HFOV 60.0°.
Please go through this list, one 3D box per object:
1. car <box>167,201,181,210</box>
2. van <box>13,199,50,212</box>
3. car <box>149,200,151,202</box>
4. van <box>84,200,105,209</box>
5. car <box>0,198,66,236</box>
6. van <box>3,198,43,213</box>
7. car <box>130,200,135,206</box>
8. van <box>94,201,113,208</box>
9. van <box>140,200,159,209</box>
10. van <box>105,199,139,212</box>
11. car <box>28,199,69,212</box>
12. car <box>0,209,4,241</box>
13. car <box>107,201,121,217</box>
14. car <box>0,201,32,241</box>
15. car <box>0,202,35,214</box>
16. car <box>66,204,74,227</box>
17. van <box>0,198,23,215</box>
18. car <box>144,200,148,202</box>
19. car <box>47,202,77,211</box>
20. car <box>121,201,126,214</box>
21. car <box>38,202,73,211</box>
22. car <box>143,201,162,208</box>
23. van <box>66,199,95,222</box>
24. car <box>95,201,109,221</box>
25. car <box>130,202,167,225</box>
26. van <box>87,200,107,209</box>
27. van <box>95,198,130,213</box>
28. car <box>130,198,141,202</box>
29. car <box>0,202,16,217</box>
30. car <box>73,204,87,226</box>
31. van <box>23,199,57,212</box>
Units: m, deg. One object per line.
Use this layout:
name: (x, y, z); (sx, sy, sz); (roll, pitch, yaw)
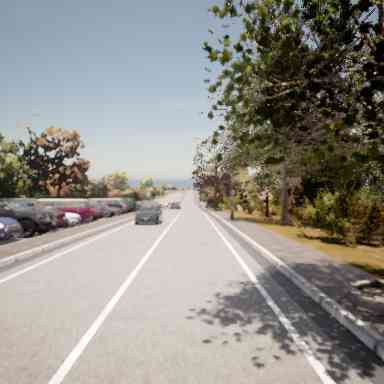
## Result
car: (-3.290, 2.656, 67.011); (2.097, 1.767, 4.553); (0, -2, 0)
van: (-23.513, 1.980, 48.838); (4.442, 1.987, 1.878); (0, -2, 0)
car: (-10.280, 2.443, 59.783); (4.553, 1.767, 2.185); (0, -2, 0)
van: (-23.266, 2.989, 79.294); (4.442, 1.987, 1.878); (0, -2, 0)
car: (-10.302, 1.370, 18.172); (5.566, 2.045, 2.435); (0, -1, 0)
van: (-23.281, 1.884, 45.937); (4.442, 1.987, 1.878); (0, -1, 0)
car: (-10.348, 2.077, 43.156); (4.792, 1.488, 2.163); (0, -1, 0)
van: (-23.271, 3.267, 87.615); (4.442, 1.987, 1.878); (0, -2, 0)
van: (-10.418, 3.078, 81.984); (4.442, 1.987, 1.878); (0, -2, 0)
van: (-10.200, 1.975, 48.688); (4.442, 1.987, 1.878); (0, -2, 0)
car: (-23.366, 2.134, 54.252); (5.566, 2.045, 2.435); (0, -2, 0)
car: (-10.339, 1.537, 12.620); (5.008, 1.535, 2.097); (0, -1, 0)
car: (-10.293, 1.935, 34.821); (4.792, 1.488, 2.163); (0, -1, 0)
car: (-10.363, 1.451, 15.399); (4.553, 1.767, 2.185); (0, -1, 0)
car: (-23.404, 2.050, 43.312); (5.008, 1.535, 2.097); (0, -1, 0)
car: (-10.359, 1.698, 20.944); (4.792, 1.488, 2.163); (0, -1, 0)
van: (-23.283, 1.777, 40.546); (4.442, 1.987, 1.878); (0, -1, 0)
car: (-10.309, 2.384, 54.230); (5.008, 1.535, 2.097); (0, -2, 0)
car: (-23.389, 2.613, 59.905); (4.674, 1.452, 2.002); (0, -2, 0)
car: (-10.324, 1.992, 37.598); (4.674, 1.452, 2.002); (0, -1, 0)
car: (-23.387, 2.481, 57.136); (5.008, 1.535, 2.097); (0, -2, 0)
car: (-10.330, 3.364, 87.528); (4.553, 1.767, 2.185); (0, -2, 0)
van: (-10.443, 1.537, 26.499); (4.442, 1.987, 1.878); (0, -1, 0)
car: (-10.331, 1.810, 29.271); (5.008, 1.535, 2.097); (0, -1, 0)
car: (-3.349, 1.781, 26.475); (1.837, 1.490, 4.892); (0, -1, 0)
van: (-23.498, 3.081, 82.063); (4.442, 1.987, 1.878); (0, -2, 0)
van: (-10.204, 1.774, 40.378); (4.442, 1.987, 1.878); (0, -1, 0)
car: (-10.346, 1.858, 45.914); (5.566, 2.045, 2.435); (0, -2, 0)
car: (-23.217, 1.953, 37.774); (5.366, 1.575, 1.946); (0, -1, 0)
car: (-10.330, 1.756, 23.719); (4.674, 1.452, 2.002); (0, -1, 0)
van: (-23.512, 2.068, 51.482); (4.442, 1.987, 1.878); (0, -2, 0)
